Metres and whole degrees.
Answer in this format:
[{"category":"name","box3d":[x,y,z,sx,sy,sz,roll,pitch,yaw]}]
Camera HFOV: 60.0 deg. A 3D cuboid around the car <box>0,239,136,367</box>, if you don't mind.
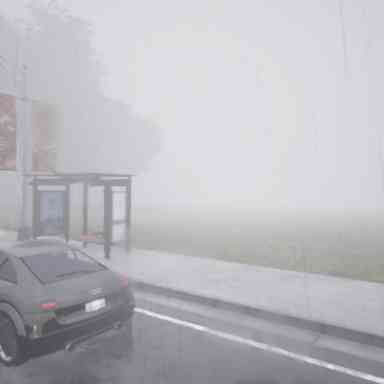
[{"category":"car","box3d":[-2.979,1.542,5.810,4.181,1.385,1.994,0,0,36]}]
